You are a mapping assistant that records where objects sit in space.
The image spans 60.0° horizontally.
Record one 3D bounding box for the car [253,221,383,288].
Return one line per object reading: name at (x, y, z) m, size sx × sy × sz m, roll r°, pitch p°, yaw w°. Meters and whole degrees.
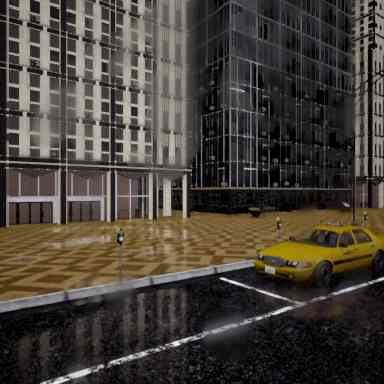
car at (3.808, 1.526, 9.264) m, size 4.829 × 1.417 × 1.752 m, roll 0°, pitch 0°, yaw -35°
